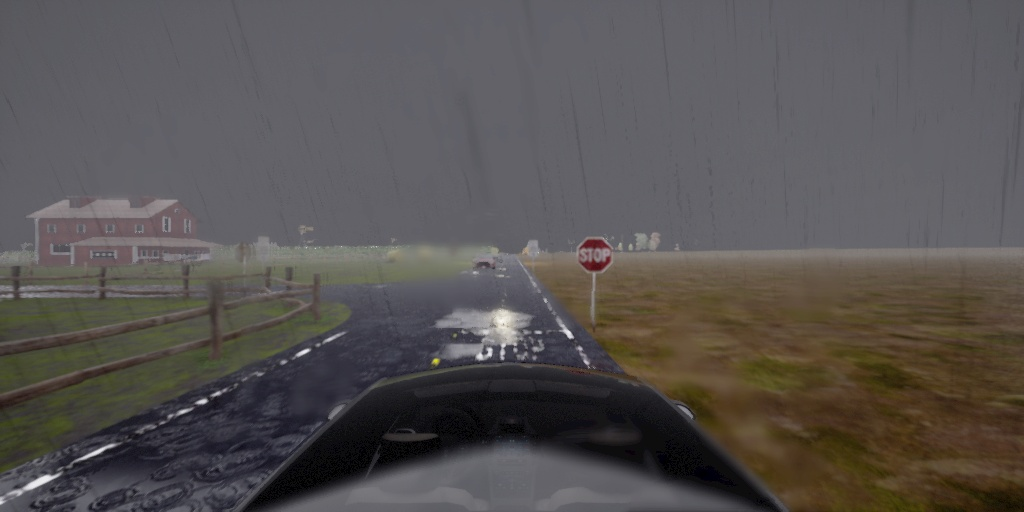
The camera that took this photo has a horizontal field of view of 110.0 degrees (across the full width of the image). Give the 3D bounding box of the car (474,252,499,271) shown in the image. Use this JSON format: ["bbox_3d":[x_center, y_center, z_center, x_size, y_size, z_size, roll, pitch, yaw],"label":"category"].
[{"bbox_3d":[-2.750,0.509,37.170,2.097,1.767,4.553,0,0,0],"label":"car"}]

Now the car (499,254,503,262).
[{"bbox_3d":[-2.754,0.338,65.369,1.994,1.385,4.181,0,1,0],"label":"car"}]
